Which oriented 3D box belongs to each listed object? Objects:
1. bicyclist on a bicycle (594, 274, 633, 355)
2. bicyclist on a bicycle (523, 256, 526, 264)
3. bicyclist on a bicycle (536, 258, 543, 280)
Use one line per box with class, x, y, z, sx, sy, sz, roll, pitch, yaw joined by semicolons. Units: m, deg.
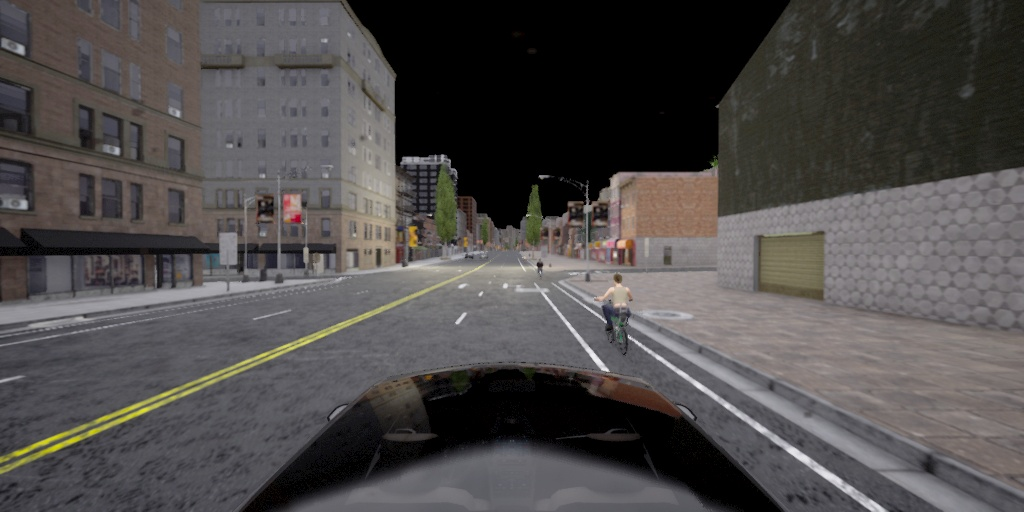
bicyclist on a bicycle;2.236;1.183;7.684;0.866;1.612;1.509;0;0;0
bicyclist on a bicycle;2.291;0.697;63.856;0.866;1.612;1.509;0;1;0
bicyclist on a bicycle;2.260;1.071;29.252;0.659;1.776;1.843;0;0;0
